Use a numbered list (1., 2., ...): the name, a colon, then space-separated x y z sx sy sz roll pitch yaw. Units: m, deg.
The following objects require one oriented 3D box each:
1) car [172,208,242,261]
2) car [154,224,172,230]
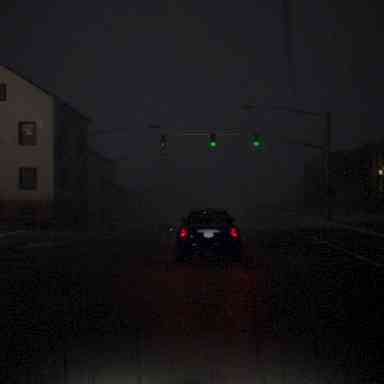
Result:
1. car: 0.594 1.357 12.469 2.097 1.767 4.553 0 0 2
2. car: -2.463 3.713 31.287 1.812 1.442 4.674 -1 -13 1
